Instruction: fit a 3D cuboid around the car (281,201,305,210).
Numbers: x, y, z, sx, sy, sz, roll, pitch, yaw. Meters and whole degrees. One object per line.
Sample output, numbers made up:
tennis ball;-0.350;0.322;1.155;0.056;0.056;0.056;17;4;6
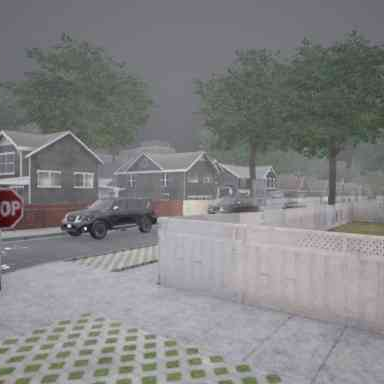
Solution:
car;12.865;1.827;42.242;1.994;1.385;4.181;0;0;36

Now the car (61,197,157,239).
car;-4.306;1.299;18.261;2.150;2.045;5.566;0;0;36

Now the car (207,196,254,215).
car;3.534;1.381;29.249;2.150;2.045;5.566;0;0;36
